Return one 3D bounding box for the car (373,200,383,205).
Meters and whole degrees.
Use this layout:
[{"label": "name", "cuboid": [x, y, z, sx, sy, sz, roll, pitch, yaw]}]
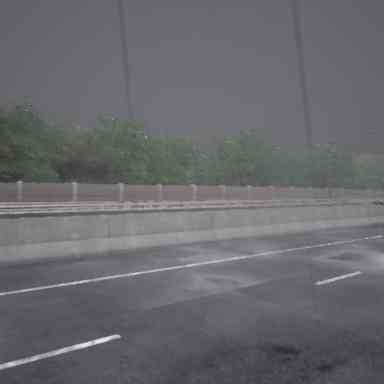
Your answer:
[{"label": "car", "cuboid": [29.751, 1.847, 50.950, 4.718, 1.301, 1.895, 1, 0, -35]}]
